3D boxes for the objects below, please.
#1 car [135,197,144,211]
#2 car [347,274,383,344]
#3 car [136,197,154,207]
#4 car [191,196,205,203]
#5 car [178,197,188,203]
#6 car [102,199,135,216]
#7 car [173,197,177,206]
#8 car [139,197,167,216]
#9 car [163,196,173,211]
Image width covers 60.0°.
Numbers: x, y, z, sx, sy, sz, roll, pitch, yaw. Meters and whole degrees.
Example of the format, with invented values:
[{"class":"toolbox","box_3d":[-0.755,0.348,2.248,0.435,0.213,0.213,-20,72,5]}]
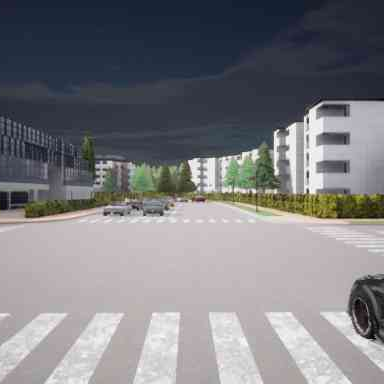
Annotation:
[{"class":"car","box_3d":[-7.325,1.584,42.265,2.033,1.411,5.357,0,0,0]},{"class":"car","box_3d":[3.595,1.568,3.895,1.994,1.385,4.181,0,0,0]},{"class":"car","box_3d":[-7.408,1.537,52.502,2.128,1.511,4.902,0,0,0]},{"class":"car","box_3d":[1.288,1.542,73.495,1.882,1.535,5.008,0,0,-17]},{"class":"car","box_3d":[-2.367,1.660,73.554,1.895,1.301,4.718,0,0,-17]},{"class":"car","box_3d":[-7.285,1.629,32.614,1.895,1.301,4.718,0,0,1]},{"class":"car","box_3d":[-3.882,1.398,52.016,2.097,1.767,4.553,0,0,0]},{"class":"car","box_3d":[-3.699,1.533,32.623,1.837,1.490,4.892,0,0,-2]},{"class":"car","box_3d":[-3.821,1.542,42.027,1.837,1.490,4.892,0,0,0]}]
